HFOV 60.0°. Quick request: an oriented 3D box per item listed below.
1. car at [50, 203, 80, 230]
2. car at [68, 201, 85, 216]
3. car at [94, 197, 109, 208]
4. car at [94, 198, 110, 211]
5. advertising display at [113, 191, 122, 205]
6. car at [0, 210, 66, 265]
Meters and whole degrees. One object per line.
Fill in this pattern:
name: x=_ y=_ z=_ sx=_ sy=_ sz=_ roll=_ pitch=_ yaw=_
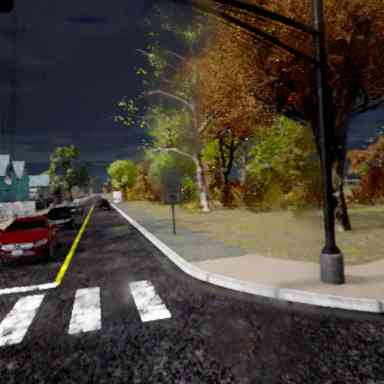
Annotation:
car: x=-8.898 y=1.749 z=22.476 sx=1.812 sy=1.442 sz=4.674 roll=-4 pitch=1 yaw=-16
car: x=-12.551 y=1.775 z=35.631 sx=2.128 sy=1.511 sz=4.902 roll=-4 pitch=1 yaw=-15
car: x=-14.449 y=1.687 z=52.954 sx=2.128 sy=1.511 sz=4.902 roll=-4 pitch=1 yaw=-16
car: x=-11.619 y=1.646 z=43.077 sx=1.837 sy=1.490 sz=4.892 roll=-4 pitch=1 yaw=-17
advertising display: x=-13.934 y=1.078 z=62.191 sx=1.540 sy=2.440 sz=0.280 roll=-4 pitch=1 yaw=-16
car: x=-6.241 y=1.702 z=12.940 sx=1.812 sy=1.442 sz=4.674 roll=-4 pitch=1 yaw=-16
